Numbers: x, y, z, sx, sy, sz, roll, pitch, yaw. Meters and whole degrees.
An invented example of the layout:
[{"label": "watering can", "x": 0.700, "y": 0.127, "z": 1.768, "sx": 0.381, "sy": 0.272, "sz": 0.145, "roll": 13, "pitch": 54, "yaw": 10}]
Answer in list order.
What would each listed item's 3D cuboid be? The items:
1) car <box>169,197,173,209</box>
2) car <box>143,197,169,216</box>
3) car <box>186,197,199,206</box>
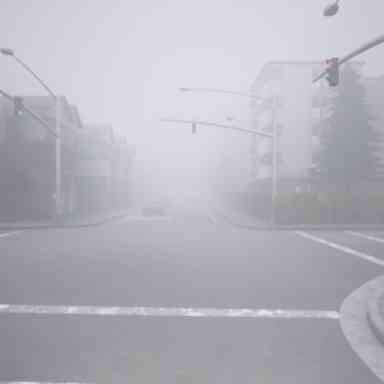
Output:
[{"label": "car", "x": -3.517, "y": 1.410, "z": 43.580, "sx": 1.837, "sy": 1.490, "sz": 4.892, "roll": 0, "pitch": 0, "yaw": 2}, {"label": "car", "x": -3.549, "y": 1.435, "z": 32.045, "sx": 1.837, "sy": 1.490, "sz": 4.892, "roll": 0, "pitch": 0, "yaw": 0}, {"label": "car", "x": 0.058, "y": 1.430, "z": 53.802, "sx": 2.033, "sy": 1.411, "sz": 5.357, "roll": 0, "pitch": 0, "yaw": 0}]
